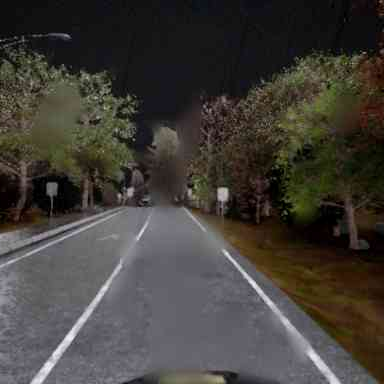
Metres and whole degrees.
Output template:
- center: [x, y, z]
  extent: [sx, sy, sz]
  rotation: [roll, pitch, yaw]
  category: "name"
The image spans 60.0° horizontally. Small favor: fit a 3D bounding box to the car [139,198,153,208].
- center: [-6.857, 1.643, 49.970]
  extent: [1.994, 1.385, 4.181]
  rotation: [0, -2, -4]
  category: "car"
